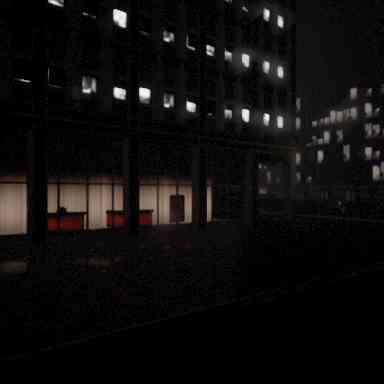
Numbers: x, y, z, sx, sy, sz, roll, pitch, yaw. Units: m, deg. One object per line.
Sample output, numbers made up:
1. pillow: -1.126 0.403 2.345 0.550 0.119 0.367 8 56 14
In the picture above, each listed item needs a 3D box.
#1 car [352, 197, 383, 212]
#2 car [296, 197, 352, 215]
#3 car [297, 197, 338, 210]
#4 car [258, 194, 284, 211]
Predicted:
1. car: 18.857 1.279 36.620 1.967 1.590 4.097 1 0 -36
2. car: 12.007 1.353 31.351 1.752 1.417 4.829 1 0 -36
3. car: 15.459 1.357 41.169 2.008 1.369 4.403 1 0 -36
4. car: 8.559 1.109 36.073 2.192 1.841 5.009 1 0 -36
